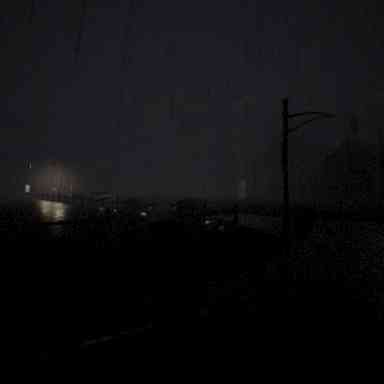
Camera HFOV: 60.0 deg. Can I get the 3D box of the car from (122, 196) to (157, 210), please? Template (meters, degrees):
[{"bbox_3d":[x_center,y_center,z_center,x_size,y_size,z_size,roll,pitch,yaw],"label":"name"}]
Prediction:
[{"bbox_3d":[-5.754,1.173,35.744,2.033,1.411,5.357,-1,1,-36],"label":"car"}]

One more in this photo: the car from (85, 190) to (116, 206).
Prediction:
[{"bbox_3d":[-11.975,0.746,44.372,2.150,2.045,5.566,-1,1,-36],"label":"car"}]

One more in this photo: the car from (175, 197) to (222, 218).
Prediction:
[{"bbox_3d":[0.449,1.229,27.158,1.837,1.490,4.892,-1,1,-36],"label":"car"}]

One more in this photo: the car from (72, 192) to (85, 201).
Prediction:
[{"bbox_3d":[-20.551,0.782,61.107,1.882,1.535,5.008,-1,1,-36],"label":"car"}]

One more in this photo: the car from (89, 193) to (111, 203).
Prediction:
[{"bbox_3d":[-14.697,0.928,53.069,1.812,1.442,4.674,-1,1,-35],"label":"car"}]
